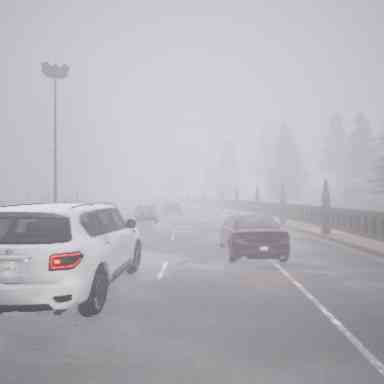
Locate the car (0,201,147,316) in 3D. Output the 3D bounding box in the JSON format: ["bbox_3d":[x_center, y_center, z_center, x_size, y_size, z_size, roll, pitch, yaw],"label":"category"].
[{"bbox_3d":[-2.690,1.269,7.768,2.150,2.045,5.566,0,0,2],"label":"car"}]

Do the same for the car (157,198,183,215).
[{"bbox_3d":[-2.338,1.700,37.544,1.837,1.490,4.892,0,0,-14],"label":"car"}]

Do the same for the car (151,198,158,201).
[{"bbox_3d":[-4.989,1.604,47.060,2.097,1.767,4.553,0,0,-21],"label":"car"}]

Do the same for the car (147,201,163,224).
[{"bbox_3d":[-3.688,1.692,26.419,2.033,1.411,5.357,0,0,-8],"label":"car"}]

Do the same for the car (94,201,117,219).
[{"bbox_3d":[-8.355,1.691,32.467,1.837,1.490,4.892,0,-1,-11],"label":"car"}]

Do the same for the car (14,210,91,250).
[{"bbox_3d":[-6.270,1.661,15.544,1.994,1.385,4.181,0,0,-2],"label":"car"}]

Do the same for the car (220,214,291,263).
[{"bbox_3d":[2.121,1.534,12.321,1.882,1.535,5.008,0,0,0],"label":"car"}]
